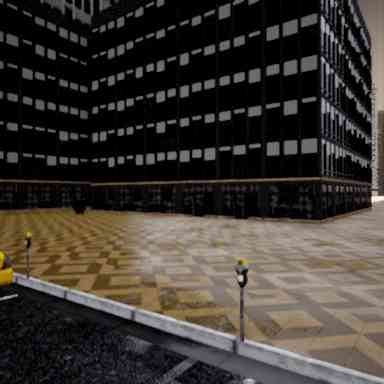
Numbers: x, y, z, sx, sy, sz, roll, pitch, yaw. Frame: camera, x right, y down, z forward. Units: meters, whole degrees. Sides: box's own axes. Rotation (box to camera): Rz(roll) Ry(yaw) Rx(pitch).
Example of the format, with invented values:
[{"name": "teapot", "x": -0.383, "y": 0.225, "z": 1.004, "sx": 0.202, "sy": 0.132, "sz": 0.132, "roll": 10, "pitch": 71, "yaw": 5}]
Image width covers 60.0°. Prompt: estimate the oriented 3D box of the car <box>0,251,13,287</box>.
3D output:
[{"name": "car", "x": -6.205, "y": 1.432, "z": 7.706, "sx": 5.366, "sy": 1.575, "sz": 1.801, "roll": 0, "pitch": 0, "yaw": 36}]
